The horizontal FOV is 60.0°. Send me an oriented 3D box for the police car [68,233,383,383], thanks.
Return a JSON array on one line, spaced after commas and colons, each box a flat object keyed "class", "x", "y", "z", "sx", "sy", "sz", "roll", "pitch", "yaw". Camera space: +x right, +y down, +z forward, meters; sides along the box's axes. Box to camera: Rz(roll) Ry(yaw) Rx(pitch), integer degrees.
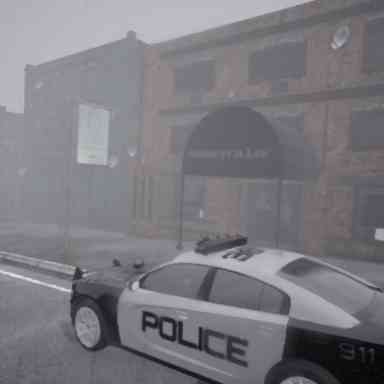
[{"class": "police car", "x": 0.278, "y": 1.431, "z": 4.561, "sx": 5.238, "sy": 1.638, "sz": 1.930, "roll": 0, "pitch": 0, "yaw": 36}]
